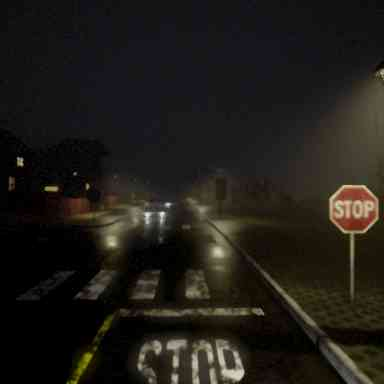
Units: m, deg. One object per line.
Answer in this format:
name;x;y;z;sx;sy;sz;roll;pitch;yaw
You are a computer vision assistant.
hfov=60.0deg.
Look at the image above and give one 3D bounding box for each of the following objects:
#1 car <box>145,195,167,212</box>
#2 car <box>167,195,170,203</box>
car;-3.955;1.359;36.097;1.812;1.442;4.674;0;0;-2
car;-5.022;1.234;60.842;1.895;1.301;4.718;0;0;-2
